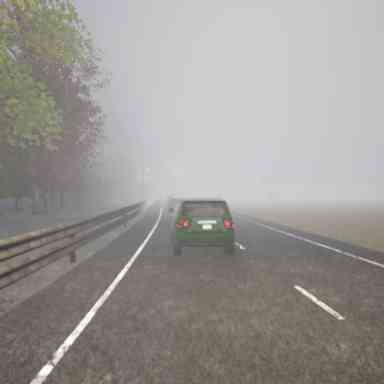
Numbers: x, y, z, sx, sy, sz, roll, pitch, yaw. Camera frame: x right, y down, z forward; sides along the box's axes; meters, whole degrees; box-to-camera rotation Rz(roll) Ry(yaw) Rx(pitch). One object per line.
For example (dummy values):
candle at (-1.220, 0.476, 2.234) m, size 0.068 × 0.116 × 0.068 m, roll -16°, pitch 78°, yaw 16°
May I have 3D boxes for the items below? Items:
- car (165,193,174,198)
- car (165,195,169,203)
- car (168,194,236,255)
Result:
car at (-4.491, 1.481, 70.908) m, size 1.837 × 1.490 × 4.892 m, roll 0°, pitch 0°, yaw -5°
car at (-2.205, 1.504, 43.360) m, size 1.837 × 1.490 × 4.892 m, roll 0°, pitch 0°, yaw -5°
car at (0.272, 1.228, 13.513) m, size 2.150 × 2.045 × 5.566 m, roll 0°, pitch 0°, yaw -5°
